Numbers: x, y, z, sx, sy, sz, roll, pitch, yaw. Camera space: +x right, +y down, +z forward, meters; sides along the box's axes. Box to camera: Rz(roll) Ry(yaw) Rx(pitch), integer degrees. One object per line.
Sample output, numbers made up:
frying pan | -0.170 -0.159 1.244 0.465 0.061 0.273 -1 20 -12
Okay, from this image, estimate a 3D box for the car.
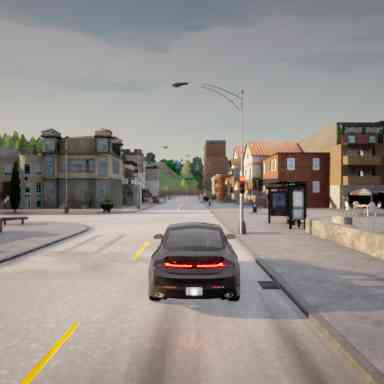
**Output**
car | 0.062 1.505 8.294 1.837 1.490 4.892 0 0 1
